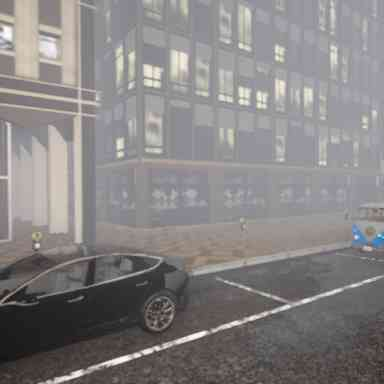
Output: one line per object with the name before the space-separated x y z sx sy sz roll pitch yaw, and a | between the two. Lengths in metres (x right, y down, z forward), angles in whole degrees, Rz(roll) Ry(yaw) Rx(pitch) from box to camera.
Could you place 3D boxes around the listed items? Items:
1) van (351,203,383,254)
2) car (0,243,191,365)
van | 7.271 1.255 11.746 3.998 1.788 1.690 0 0 -35
car | -2.006 1.558 5.131 4.313 1.339 1.947 0 0 -35
